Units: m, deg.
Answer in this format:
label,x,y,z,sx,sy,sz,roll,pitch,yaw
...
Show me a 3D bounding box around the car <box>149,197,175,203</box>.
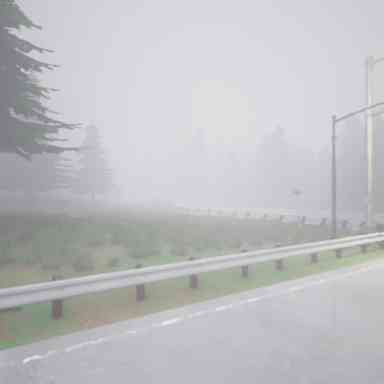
label,x,y,z,sx,sy,sz,roll,pitch,yaw
car,-4.213,1.427,46.402,1.882,1.535,5.008,0,0,-35
